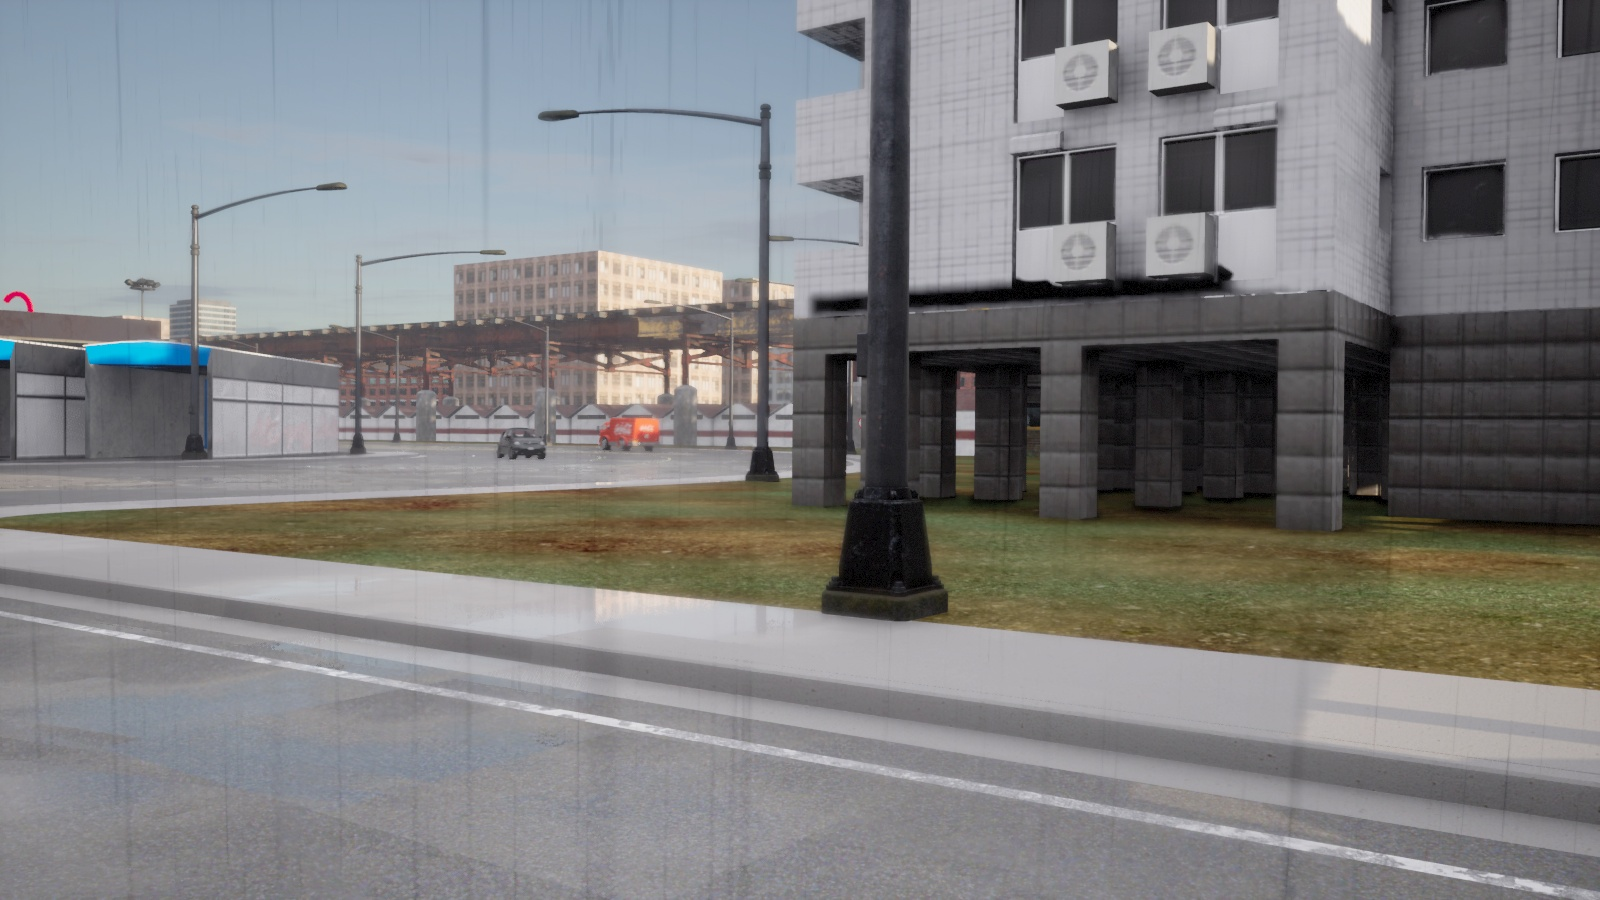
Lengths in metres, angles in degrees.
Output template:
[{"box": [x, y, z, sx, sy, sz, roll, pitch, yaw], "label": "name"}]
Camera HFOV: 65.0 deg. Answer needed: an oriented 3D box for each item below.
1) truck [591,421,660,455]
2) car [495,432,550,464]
[{"box": [-12.951, -0.906, 93.097, 2.627, 2.467, 5.204, 0, 1, -41], "label": "truck"}, {"box": [-14.354, -0.125, 64.802, 1.851, 1.617, 3.988, -1, 1, -27], "label": "car"}]
